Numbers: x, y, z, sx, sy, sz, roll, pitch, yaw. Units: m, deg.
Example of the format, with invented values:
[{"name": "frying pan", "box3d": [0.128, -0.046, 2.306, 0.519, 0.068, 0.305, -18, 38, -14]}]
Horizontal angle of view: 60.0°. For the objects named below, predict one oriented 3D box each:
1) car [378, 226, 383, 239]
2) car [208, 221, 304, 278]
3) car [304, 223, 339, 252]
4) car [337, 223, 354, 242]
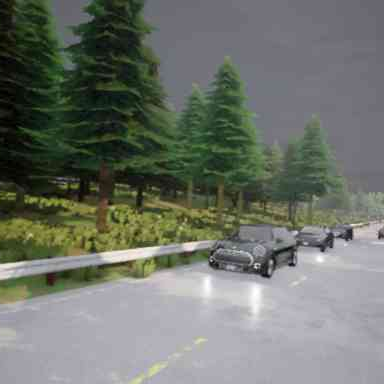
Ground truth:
[{"name": "car", "box3d": [20.654, 4.247, 34.768, 1.994, 1.385, 4.181, 2, -3, 33]}, {"name": "car", "box3d": [2.463, 1.993, 12.596, 2.097, 1.767, 4.553, 2, -3, 32]}, {"name": "car", "box3d": [7.755, 2.846, 21.043, 1.812, 1.442, 4.674, 2, -3, 32]}, {"name": "car", "box3d": [13.269, 3.519, 29.825, 2.128, 1.511, 4.902, 2, -3, 32]}]
